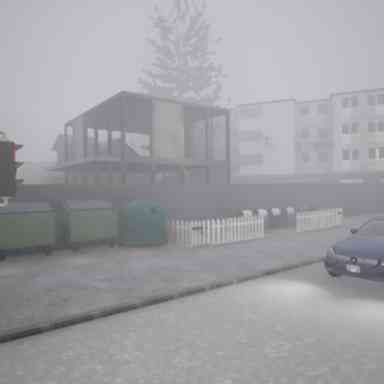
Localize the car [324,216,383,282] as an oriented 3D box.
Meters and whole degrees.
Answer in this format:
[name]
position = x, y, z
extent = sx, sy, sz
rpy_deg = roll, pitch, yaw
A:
[car]
position = 5.342, 1.359, 8.618
extent = 4.674, 1.442, 1.812
rpy_deg = -1, 1, -37
